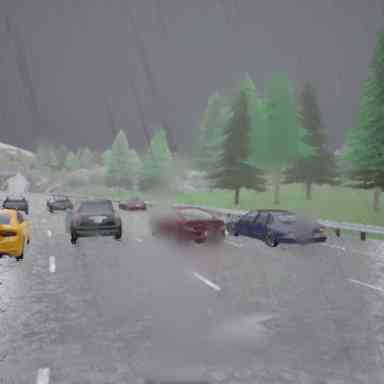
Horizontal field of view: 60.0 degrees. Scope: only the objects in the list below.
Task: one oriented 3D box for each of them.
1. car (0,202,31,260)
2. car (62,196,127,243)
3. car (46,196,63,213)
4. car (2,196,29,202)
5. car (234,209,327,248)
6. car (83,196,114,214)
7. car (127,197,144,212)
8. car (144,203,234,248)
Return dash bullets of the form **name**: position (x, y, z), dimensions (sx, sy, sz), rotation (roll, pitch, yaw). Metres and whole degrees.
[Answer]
- **car**: position (-6.650, 1.319, 11.280), dimensions (1.882, 1.535, 5.008), rotation (0, 1, -23)
- **car**: position (-4.696, 1.180, 15.495), dimensions (2.097, 1.767, 4.553), rotation (0, 0, -24)
- **car**: position (-12.339, 1.119, 30.775), dimensions (2.128, 1.511, 4.902), rotation (0, 0, -29)
- **car**: position (-15.530, 1.097, 29.301), dimensions (2.128, 1.511, 4.902), rotation (0, 0, -29)
- **car**: position (3.364, 1.469, 14.608), dimensions (2.033, 1.411, 5.357), rotation (0, 1, -23)
- **car**: position (-9.155, 1.154, 32.245), dimensions (1.837, 1.490, 4.892), rotation (0, 1, -29)
- **car**: position (-6.212, 1.229, 34.135), dimensions (1.994, 1.385, 4.181), rotation (0, 0, -29)
- **car**: position (-0.393, 1.360, 14.429), dimensions (1.882, 1.535, 5.008), rotation (0, 1, -23)
